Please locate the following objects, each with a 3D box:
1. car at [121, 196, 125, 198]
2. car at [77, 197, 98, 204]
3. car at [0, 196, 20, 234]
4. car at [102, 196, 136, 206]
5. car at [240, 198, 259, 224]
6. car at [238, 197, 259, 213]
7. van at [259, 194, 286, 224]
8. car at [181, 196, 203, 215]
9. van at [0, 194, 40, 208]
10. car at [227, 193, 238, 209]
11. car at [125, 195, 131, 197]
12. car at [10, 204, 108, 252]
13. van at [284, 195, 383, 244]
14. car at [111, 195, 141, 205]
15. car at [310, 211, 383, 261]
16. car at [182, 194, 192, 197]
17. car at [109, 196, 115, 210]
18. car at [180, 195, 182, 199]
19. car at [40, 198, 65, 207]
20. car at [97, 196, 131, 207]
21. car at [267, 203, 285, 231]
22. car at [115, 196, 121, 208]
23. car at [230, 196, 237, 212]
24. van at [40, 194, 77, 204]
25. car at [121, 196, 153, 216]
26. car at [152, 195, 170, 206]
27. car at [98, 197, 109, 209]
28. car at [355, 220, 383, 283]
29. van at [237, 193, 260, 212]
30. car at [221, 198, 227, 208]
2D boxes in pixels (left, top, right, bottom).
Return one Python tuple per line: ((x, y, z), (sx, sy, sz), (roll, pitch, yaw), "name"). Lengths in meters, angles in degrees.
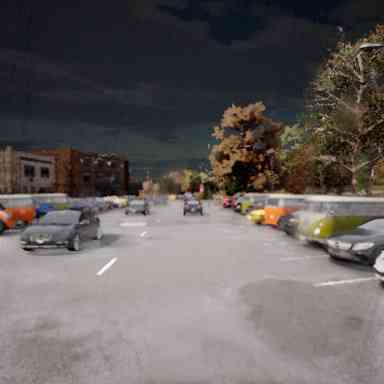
((-11.418, 1.400, 42.882), (4.674, 1.452, 2.002), (-1, 0, -20), "car")
((-11.448, 1.247, 31.138), (4.553, 1.767, 2.185), (-1, 0, -20), "car")
((-11.387, 1.280, 16.485), (4.553, 1.767, 2.185), (-1, 1, -20), "car")
((-11.423, 1.352, 51.684), (4.892, 1.521, 2.231), (-1, 0, -20), "car")
((6.225, 1.384, 22.235), (5.366, 1.575, 1.946), (1, 0, -20), "car")
((6.391, 1.382, 25.245), (4.892, 1.521, 2.231), (1, 0, -20), "car")
((6.510, 1.173, 19.398), (4.442, 1.987, 1.878), (1, 0, -20), "van")
((0.100, 1.411, 31.832), (1.812, 1.442, 4.674), (0, 0, 0), "car")
((-11.526, 1.173, 19.366), (4.442, 1.987, 1.878), (-1, 0, -20), "van")
((6.372, 1.242, 34.067), (4.553, 1.767, 2.185), (1, 0, -20), "car")
((-11.587, 1.356, 45.747), (5.366, 1.575, 1.946), (-1, 0, -20), "car")
((-5.095, 1.439, 13.611), (1.837, 1.490, 4.892), (0, 0, 0), "car")
((6.294, 1.191, 13.421), (4.442, 1.987, 1.878), (1, 1, -20), "van")
((-11.413, 1.347, 57.547), (4.892, 1.521, 2.231), (-1, 0, -20), "car")
((6.401, 1.471, 10.521), (4.674, 1.452, 2.002), (1, 1, -20), "car")
((0.052, 1.363, 45.559), (2.128, 1.511, 4.902), (0, 0, 0), "car")
((-11.388, 1.395, 37.026), (4.792, 1.488, 2.163), (-1, 0, -20), "car")
((-1.015, 1.231, 87.273), (2.435, 2.045, 5.566), (0, -1, -7), "car")
((-11.409, 1.389, 22.344), (5.008, 1.535, 2.097), (-1, 0, -20), "car")
((-11.418, 1.394, 48.750), (4.674, 1.452, 2.002), (-1, 0, -20), "car")
((6.394, 1.446, 16.415), (4.674, 1.452, 2.002), (1, 0, -20), "car")
((-11.426, 1.364, 39.951), (4.892, 1.521, 2.231), (-1, 0, -20), "car")
((6.426, 1.402, 31.144), (4.792, 1.488, 2.163), (1, 0, -20), "car")
((-11.311, 1.154, 25.322), (4.442, 1.987, 1.878), (-1, 0, -20), "van")
((-5.024, 1.411, 31.078), (1.812, 1.442, 4.674), (0, 0, 0), "car")
((-5.000, 1.380, 53.251), (1.837, 1.490, 4.892), (0, 0, 0), "car")
((-11.422, 1.369, 34.079), (4.892, 1.521, 2.231), (-1, 0, -20), "car")
((6.404, 1.484, 7.576), (4.674, 1.452, 2.002), (1, 1, -20), "car")
((6.507, 1.152, 28.234), (4.442, 1.987, 1.878), (1, 0, -20), "van")
((6.424, 1.392, 39.979), (4.792, 1.488, 2.163), (1, 0, -20), "car")
